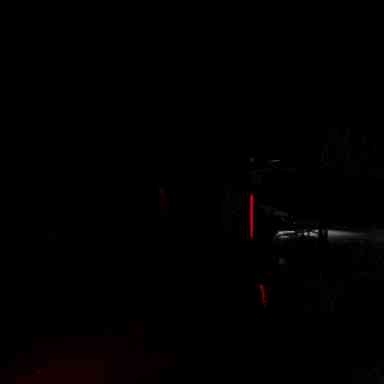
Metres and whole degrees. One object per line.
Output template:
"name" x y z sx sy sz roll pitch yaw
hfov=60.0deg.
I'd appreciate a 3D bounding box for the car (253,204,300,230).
"car" 4.711 1.526 21.427 1.812 1.442 4.674 0 0 -34
